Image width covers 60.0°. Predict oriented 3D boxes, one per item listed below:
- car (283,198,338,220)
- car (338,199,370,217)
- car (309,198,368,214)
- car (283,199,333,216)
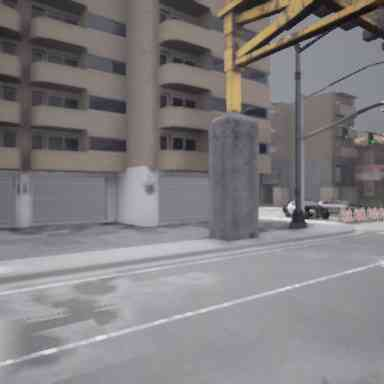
[{"bbox_3d":[9.355,1.360,27.242,2.038,1.542,4.974,0,0,-11],"label":"car"},{"bbox_3d":[12.929,1.344,29.392,4.974,1.542,2.038,0,0,34],"label":"car"},{"bbox_3d":[12.886,1.187,29.421,4.536,1.218,1.853,0,0,34],"label":"car"},{"bbox_3d":[9.344,1.203,27.292,1.853,1.218,4.536,0,0,-11],"label":"car"}]
